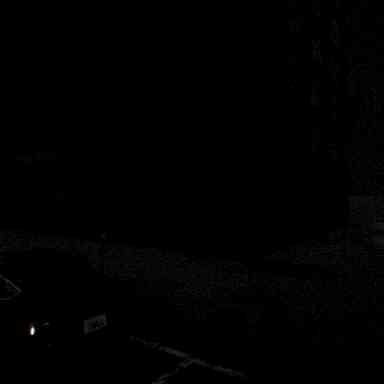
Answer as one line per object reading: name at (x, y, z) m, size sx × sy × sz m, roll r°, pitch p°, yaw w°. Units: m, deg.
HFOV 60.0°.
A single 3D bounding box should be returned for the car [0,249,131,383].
car at (-2.815, 1.565, 5.076) m, size 4.313 × 1.339 × 1.947 m, roll 0°, pitch 0°, yaw 35°
